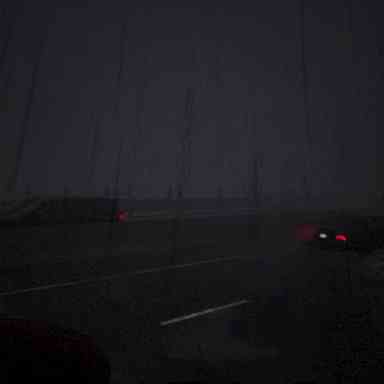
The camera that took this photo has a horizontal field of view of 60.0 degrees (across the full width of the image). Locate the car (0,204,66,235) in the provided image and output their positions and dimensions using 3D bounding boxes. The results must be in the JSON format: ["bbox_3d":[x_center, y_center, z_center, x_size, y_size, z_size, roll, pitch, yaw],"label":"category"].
[{"bbox_3d":[-9.857,1.487,18.491,5.008,1.535,1.882,0,0,-36],"label":"car"}]

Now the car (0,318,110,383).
[{"bbox_3d":[-2.896,1.480,1.706,5.008,1.535,1.882,0,0,-35],"label":"car"}]

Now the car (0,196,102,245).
[{"bbox_3d":[-7.417,1.229,15.935,5.566,2.045,2.150,0,0,-36],"label":"car"}]

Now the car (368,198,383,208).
[{"bbox_3d":[25.185,1.489,44.150,4.902,1.511,2.128,0,0,-36],"label":"car"}]

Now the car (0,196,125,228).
[{"bbox_3d":[-5.369,1.227,13.096,5.566,2.045,2.150,0,0,-36],"label":"car"}]

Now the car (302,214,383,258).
[{"bbox_3d":[6.508,1.547,12.858,5.357,1.411,2.033,0,0,-36],"label":"car"}]
